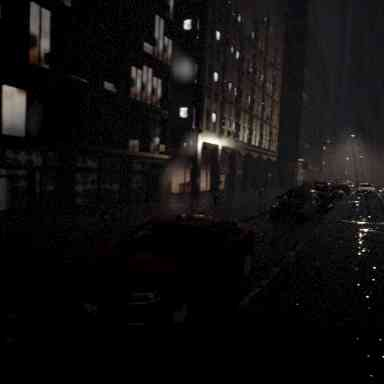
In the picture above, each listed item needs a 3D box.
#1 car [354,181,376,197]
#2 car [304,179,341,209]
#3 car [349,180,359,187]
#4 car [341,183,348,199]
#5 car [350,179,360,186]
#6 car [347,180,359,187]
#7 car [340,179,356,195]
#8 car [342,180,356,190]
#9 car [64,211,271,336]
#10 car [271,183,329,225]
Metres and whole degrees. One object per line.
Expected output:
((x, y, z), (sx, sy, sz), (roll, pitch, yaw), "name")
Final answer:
((20.717, -0.279, 39.573), (1.812, 1.442, 4.674), (4, 4, 28), "car")
((7.836, 0.214, 21.062), (2.192, 1.841, 5.009), (5, 5, 28), "car")
((37.169, -2.070, 76.125), (1.887, 1.381, 4.507), (5, 5, 28), "car")
((13.157, 0.033, 31.089), (1.802, 1.307, 4.206), (5, 5, 28), "car")
((39.837, -2.299, 81.131), (2.008, 1.369, 4.403), (5, 5, 28), "car")
((34.500, -1.816, 71.124), (1.947, 1.339, 4.313), (5, 5, 28), "car")
((18.506, -0.685, 41.080), (2.192, 1.841, 5.009), (5, 5, 28), "car")
((26.419, -1.155, 55.959), (1.752, 1.417, 4.829), (5, 5, 28), "car")
((-0.178, 1.105, 6.063), (1.887, 1.381, 4.507), (5, 5, 28), "car")
((5.162, 0.560, 16.066), (1.967, 1.590, 4.097), (5, 5, 28), "car")
